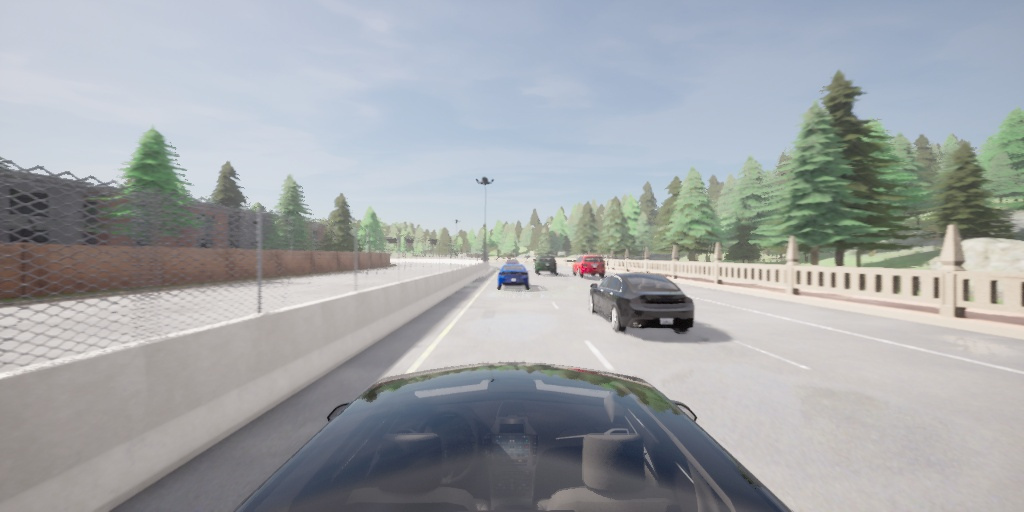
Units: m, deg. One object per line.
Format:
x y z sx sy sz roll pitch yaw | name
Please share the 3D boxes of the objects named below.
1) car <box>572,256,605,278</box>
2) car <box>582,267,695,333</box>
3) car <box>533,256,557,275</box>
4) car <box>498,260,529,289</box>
7.082 0.974 33.370 2.150 2.045 5.566 0 0 0 | car
3.595 1.256 10.753 1.837 1.490 4.892 0 0 0 | car
3.577 0.973 38.897 2.150 2.045 5.566 0 0 0 | car
0.087 1.228 23.279 1.882 1.535 5.008 0 0 0 | car
